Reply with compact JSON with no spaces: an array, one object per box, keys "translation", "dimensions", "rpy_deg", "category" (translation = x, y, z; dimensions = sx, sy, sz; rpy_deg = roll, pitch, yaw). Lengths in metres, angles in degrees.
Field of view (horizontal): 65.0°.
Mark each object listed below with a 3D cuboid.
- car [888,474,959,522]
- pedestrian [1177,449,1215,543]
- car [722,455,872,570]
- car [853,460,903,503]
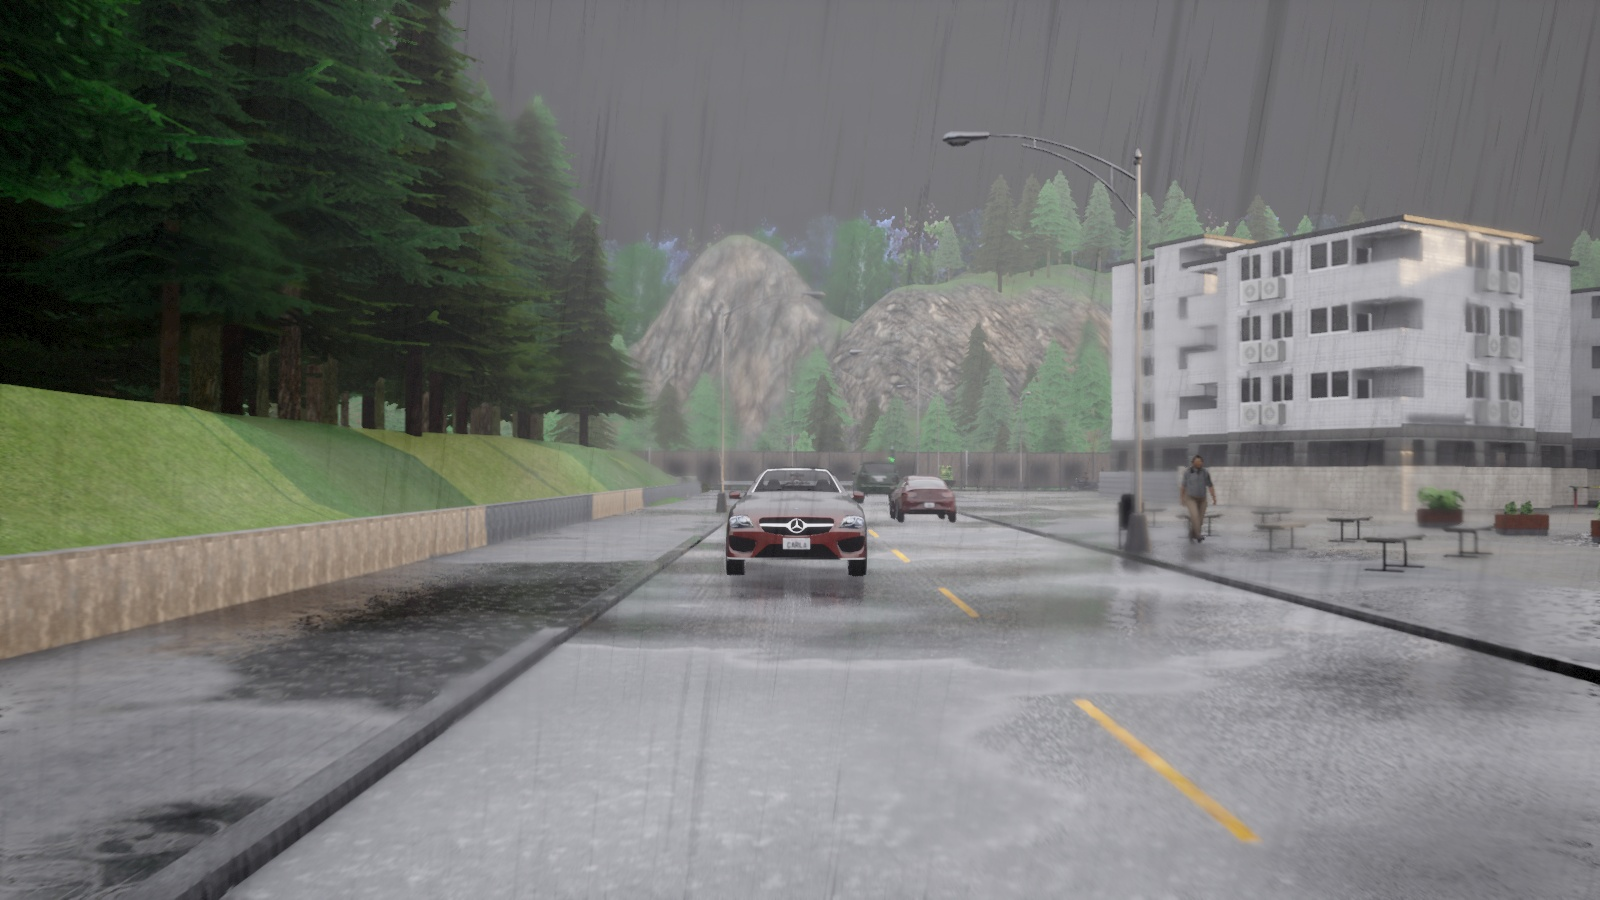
[{"translation":[3.908,1.500,40.335],"dimensions":[1.812,1.442,4.674],"rpy_deg":[0,-1,0],"category":"car"},{"translation":[7.918,0.914,25.138],"dimensions":[0.540,1.848,0.694],"rpy_deg":[0,-1,2],"category":"pedestrian"},{"translation":[-0.048,0.937,20.550],"dimensions":[2.152,1.651,5.027],"rpy_deg":[0,-1,0],"category":"car"},{"translation":[3.855,1.577,63.230],"dimensions":[2.150,2.045,5.566],"rpy_deg":[0,-1,0],"category":"car"}]
